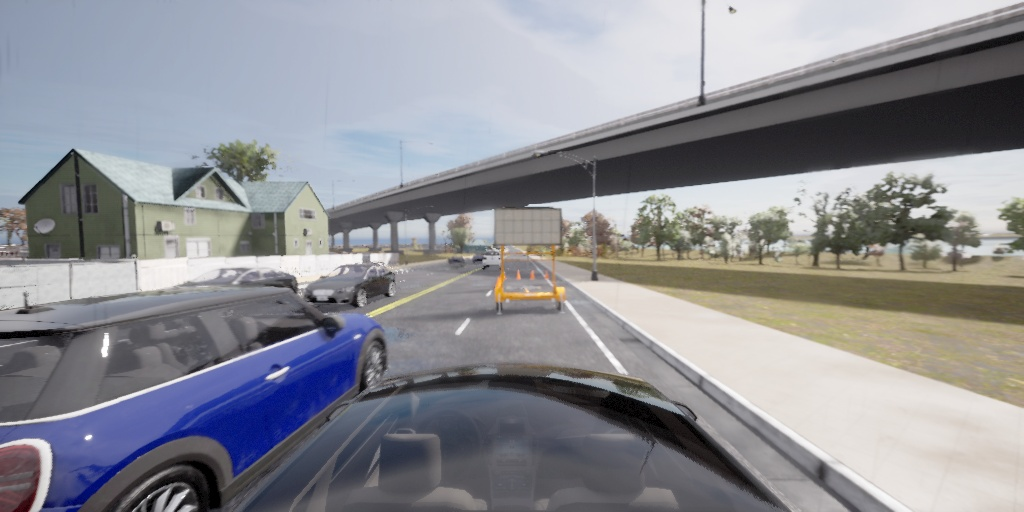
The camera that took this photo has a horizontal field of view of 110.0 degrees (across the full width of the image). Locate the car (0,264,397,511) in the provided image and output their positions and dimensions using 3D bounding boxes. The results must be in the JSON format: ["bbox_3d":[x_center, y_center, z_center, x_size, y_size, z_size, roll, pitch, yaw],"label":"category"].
[{"bbox_3d":[-3.027,1.090,3.706,2.097,1.767,4.553,0,1,2],"label":"car"}]

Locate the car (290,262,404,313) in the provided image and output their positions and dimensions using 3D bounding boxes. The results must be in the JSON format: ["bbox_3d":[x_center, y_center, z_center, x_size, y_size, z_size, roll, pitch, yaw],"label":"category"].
[{"bbox_3d":[-6.128,1.081,14.171,2.128,1.511,4.902,0,1,2],"label":"car"}]

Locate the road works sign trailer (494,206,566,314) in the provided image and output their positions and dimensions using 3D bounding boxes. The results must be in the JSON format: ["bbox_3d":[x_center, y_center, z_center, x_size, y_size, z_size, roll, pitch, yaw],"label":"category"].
[{"bbox_3d":[0.573,0.030,12.793,2.380,3.560,2.880,0,0,-1],"label":"road works sign trailer"}]

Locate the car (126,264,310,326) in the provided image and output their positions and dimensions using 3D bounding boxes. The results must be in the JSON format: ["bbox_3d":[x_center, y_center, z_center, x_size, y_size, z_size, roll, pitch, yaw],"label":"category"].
[{"bbox_3d":[-9.443,1.136,12.265,2.128,1.511,4.902,0,1,2],"label":"car"}]

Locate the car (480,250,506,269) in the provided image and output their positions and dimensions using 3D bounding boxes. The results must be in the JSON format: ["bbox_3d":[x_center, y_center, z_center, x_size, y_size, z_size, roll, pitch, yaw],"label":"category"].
[{"bbox_3d":[-1.923,0.376,39.653,2.150,2.045,5.566,0,1,2],"label":"car"}]

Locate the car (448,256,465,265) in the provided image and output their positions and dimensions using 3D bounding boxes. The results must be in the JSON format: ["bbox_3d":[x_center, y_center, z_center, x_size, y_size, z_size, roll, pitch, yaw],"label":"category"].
[{"bbox_3d":[-8.234,0.586,53.264,1.895,1.301,4.718,0,1,2],"label":"car"}]

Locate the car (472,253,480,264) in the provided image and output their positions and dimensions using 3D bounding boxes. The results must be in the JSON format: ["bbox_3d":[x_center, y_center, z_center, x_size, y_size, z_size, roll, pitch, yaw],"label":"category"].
[{"bbox_3d":[-4.928,0.278,55.505,2.097,1.767,4.553,0,1,2],"label":"car"}]
